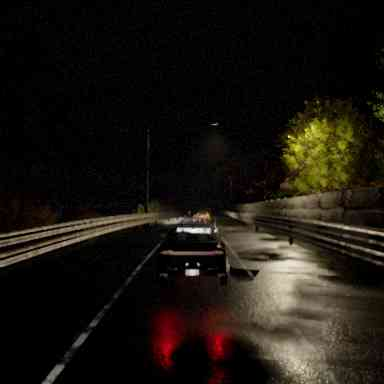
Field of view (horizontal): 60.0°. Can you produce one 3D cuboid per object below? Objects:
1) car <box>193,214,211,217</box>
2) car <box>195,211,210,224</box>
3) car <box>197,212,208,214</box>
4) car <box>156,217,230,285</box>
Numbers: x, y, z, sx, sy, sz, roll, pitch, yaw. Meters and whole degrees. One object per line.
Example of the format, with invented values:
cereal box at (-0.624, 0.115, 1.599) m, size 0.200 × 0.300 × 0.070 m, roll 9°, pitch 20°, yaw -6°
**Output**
car at (0.170, 2.189, 19.602) m, size 1.895 × 1.301 × 4.718 m, roll 0°, pitch -3°, yaw 1°
car at (1.471, 3.397, 44.647) m, size 1.882 × 1.535 × 5.008 m, roll 0°, pitch -3°, yaw 4°
car at (0.883, 3.018, 35.302) m, size 1.895 × 1.301 × 4.718 m, roll 0°, pitch -3°, yaw 3°
car at (0.024, 1.705, 10.070) m, size 2.128 × 1.511 × 4.902 m, roll 0°, pitch -2°, yaw 0°
